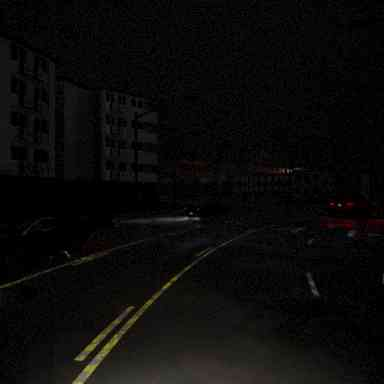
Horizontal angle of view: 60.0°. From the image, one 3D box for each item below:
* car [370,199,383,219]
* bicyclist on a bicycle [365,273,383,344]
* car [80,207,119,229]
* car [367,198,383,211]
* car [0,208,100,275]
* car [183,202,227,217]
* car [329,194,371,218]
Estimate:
[{"bbox_3d":[17.200,1.491,28.157,2.128,1.511,4.902,0,0,44],"label":"car"},{"bbox_3d":[3.372,1.452,4.799,1.656,1.620,0.582,-1,0,10],"label":"bicyclist on a bicycle"},{"bbox_3d":[-6.062,1.565,19.142,1.994,1.385,4.181,0,0,24],"label":"car"},{"bbox_3d":[23.281,1.546,41.601,1.994,1.385,4.181,0,0,22],"label":"car"},{"bbox_3d":[-5.305,1.492,10.701,2.128,1.511,4.902,0,0,16],"label":"car"},{"bbox_3d":[1.312,1.601,31.351,1.895,1.301,4.718,0,0,39],"label":"car"},{"bbox_3d":[14.490,1.221,30.379,2.150,2.045,5.566,0,0,44],"label":"car"}]
